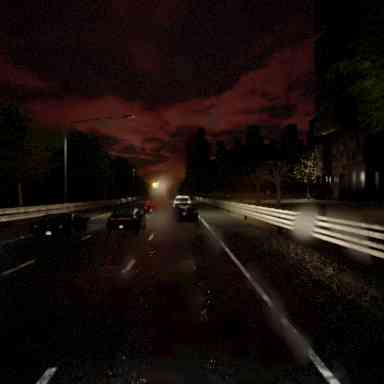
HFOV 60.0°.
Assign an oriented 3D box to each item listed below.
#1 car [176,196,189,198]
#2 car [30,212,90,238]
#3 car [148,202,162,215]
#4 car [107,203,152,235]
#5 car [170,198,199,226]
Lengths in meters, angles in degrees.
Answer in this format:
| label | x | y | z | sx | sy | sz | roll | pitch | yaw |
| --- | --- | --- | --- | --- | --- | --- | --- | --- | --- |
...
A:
| label | x | y | z | sx | sy | sz | roll | pitch | yaw |
| --- | --- | --- | --- | --- | --- | --- | --- | --- | --- |
| car | -1.182 | 1.553 | 41.111 | 2.150 | 2.045 | 5.566 | 0 | 0 | -2 |
| car | -7.389 | 1.825 | 19.204 | 1.895 | 1.301 | 4.718 | 0 | 0 | -2 |
| car | -4.592 | 1.866 | 38.940 | 1.812 | 1.442 | 4.674 | 0 | 0 | -2 |
| car | -3.932 | 1.702 | 20.517 | 2.128 | 1.511 | 4.902 | 0 | 0 | -2 |
| car | -0.596 | 1.575 | 25.362 | 2.097 | 1.767 | 4.553 | 0 | -1 | -2 |
